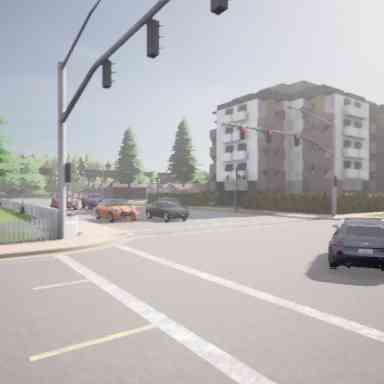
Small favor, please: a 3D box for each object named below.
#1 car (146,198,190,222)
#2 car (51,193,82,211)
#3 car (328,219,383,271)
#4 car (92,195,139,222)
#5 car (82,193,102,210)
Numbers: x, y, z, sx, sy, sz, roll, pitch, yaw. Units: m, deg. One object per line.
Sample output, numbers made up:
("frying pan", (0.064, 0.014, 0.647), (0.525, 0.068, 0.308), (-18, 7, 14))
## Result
("car", (-2.021, 1.476, 26.579), (1.837, 1.490, 4.892), (0, 0, -34))
("car", (-15.579, 1.200, 40.463), (2.150, 2.045, 5.566), (0, 0, -34))
("car", (5.489, 1.542, 10.635), (1.994, 1.385, 4.181), (0, 0, 26))
("car", (-5.884, 1.331, 26.044), (2.097, 1.767, 4.553), (0, 0, -34))
("car", (-12.266, 1.193, 41.803), (2.150, 2.045, 5.566), (0, 0, -34))
